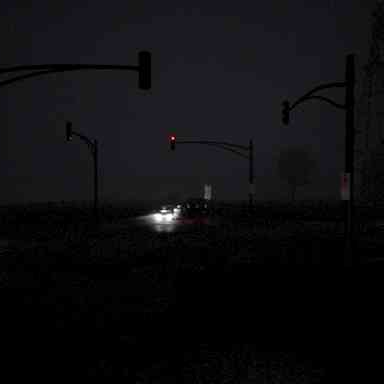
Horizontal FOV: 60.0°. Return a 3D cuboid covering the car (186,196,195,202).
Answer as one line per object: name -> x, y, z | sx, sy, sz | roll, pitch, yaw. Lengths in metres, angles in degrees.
car -> -0.341, 1.595, 78.353 | 1.895, 1.301, 4.718 | 0, 0, 0

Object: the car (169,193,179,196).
car -> -3.067, 1.216, 57.806 | 2.150, 2.045, 5.566 | 0, 0, 0

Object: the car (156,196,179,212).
car -> -2.966, 1.485, 37.639 | 2.128, 1.511, 4.902 | 0, 0, -1

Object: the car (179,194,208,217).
car -> 0.219, 1.345, 31.795 | 2.097, 1.767, 4.553 | 0, 0, -7

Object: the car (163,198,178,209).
car -> -3.019, 1.595, 47.454 | 1.895, 1.301, 4.718 | 0, 0, 0
